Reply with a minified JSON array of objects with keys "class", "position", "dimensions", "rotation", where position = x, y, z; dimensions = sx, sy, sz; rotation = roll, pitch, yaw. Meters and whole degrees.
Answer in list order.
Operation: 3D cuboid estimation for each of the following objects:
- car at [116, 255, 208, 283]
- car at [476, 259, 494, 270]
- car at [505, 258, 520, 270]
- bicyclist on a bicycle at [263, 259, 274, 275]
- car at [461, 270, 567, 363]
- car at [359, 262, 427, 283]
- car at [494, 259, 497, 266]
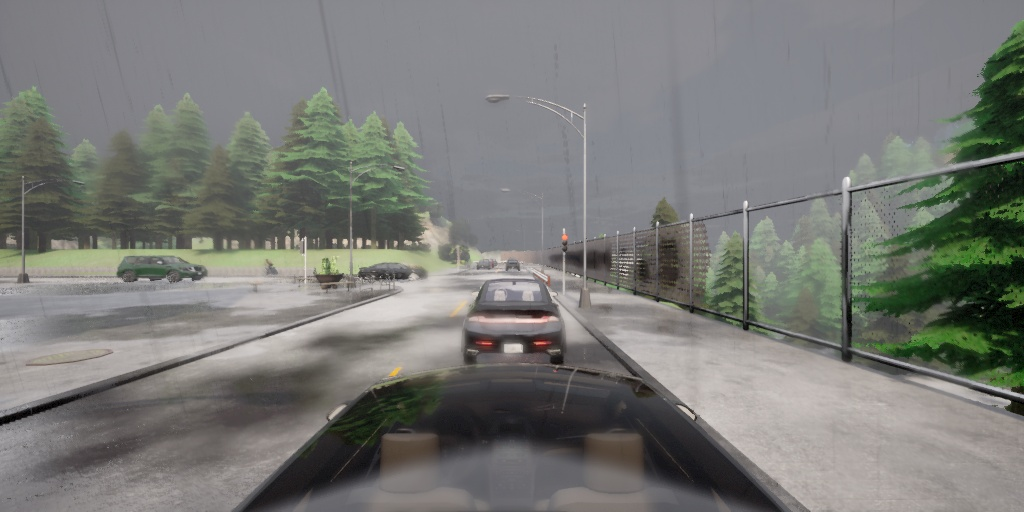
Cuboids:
[{"class":"car","position":[-26.391,0.971,27.148],"dimensions":[5.566,2.045,2.150],"rotation":[0,0,0]},{"class":"car","position":[-4.089,1.255,52.481],"dimensions":[1.837,1.490,4.892],"rotation":[0,0,0]},{"class":"car","position":[0.107,1.255,49.863],"dimensions":[1.837,1.490,4.892],"rotation":[0,0,0]},{"class":"bicyclist on a bicycle","position":[-24.152,1.099,35.543],"dimensions":[0.582,1.620,1.656],"rotation":[0,0,0]},{"class":"car","position":[0.047,1.241,8.061],"dimensions":[2.128,1.511,4.902],"rotation":[0,0,1]},{"class":"car","position":[-9.077,1.227,27.569],"dimensions":[5.008,1.535,1.882],"rotation":[0,0,-7]},{"class":"car","position":[-4.062,1.228,62.004],"dimensions":[1.882,1.535,5.008],"rotation":[0,0,0]}]
